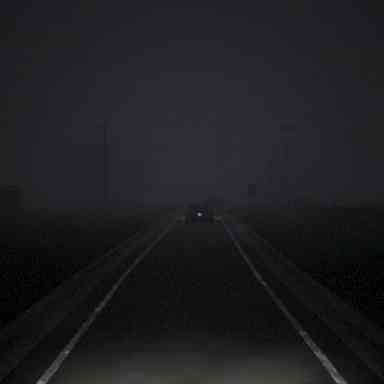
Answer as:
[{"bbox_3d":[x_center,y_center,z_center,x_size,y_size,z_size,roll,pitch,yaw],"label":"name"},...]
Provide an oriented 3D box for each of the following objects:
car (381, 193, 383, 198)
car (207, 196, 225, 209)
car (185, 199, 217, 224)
[{"bbox_3d":[49.114,1.002,80.519,5.357,1.411,2.033,0,0,-23],"label":"car"},{"bbox_3d":[2.886,1.292,41.406,1.837,1.490,4.892,0,0,17],"label":"car"},{"bbox_3d":[0.567,1.442,23.764,1.994,1.385,4.181,0,0,2],"label":"car"}]
